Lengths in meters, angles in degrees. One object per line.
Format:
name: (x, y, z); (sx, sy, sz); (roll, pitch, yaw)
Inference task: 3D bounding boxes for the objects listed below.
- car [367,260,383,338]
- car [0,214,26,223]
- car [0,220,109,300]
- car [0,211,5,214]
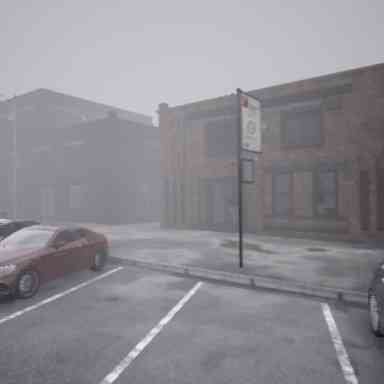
car: (3.371, 1.479, 3.689); (2.231, 1.521, 4.892); (0, -1, 16)
car: (-6.400, 1.638, 10.639); (2.163, 1.488, 4.792); (0, -1, 16)
car: (-3.952, 1.616, 8.920); (2.002, 1.452, 4.674); (0, -1, 16)
car: (-8.819, 1.519, 12.450); (2.185, 1.767, 4.553); (0, -1, 16)
